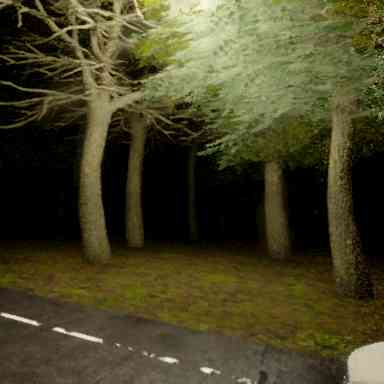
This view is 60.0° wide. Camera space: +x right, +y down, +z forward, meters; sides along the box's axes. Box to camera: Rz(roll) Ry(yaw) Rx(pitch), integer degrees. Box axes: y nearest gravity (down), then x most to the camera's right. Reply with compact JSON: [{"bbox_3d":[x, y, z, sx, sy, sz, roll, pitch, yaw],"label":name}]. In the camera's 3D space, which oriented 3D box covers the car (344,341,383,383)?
[{"bbox_3d":[3.724,1.867,2.532,4.674,1.442,1.812,0,-4,27],"label":"car"}]
